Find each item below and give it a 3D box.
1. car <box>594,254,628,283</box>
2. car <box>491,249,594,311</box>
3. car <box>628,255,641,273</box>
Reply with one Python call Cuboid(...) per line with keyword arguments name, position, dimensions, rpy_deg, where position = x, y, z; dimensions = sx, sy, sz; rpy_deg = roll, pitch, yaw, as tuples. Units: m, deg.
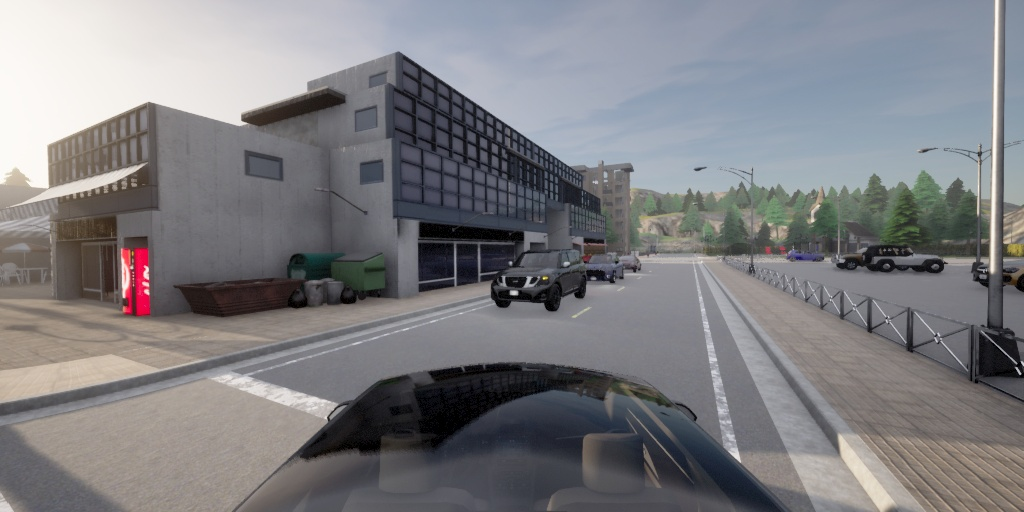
Cuboid(name="car", position=(5.683, 0.677, 22.582), dimensions=(2.097, 1.767, 4.553), rpy_deg=(0, 1, 27))
Cuboid(name="car", position=(1.292, 0.757, 13.780), dimensions=(2.150, 2.045, 5.566), rpy_deg=(0, 1, 26))
Cuboid(name="car", position=(10.255, 0.632, 31.736), dimensions=(1.812, 1.442, 4.674), rpy_deg=(0, 1, 27))
